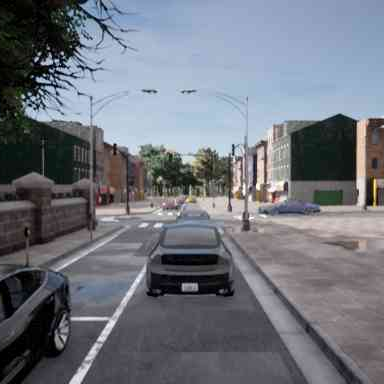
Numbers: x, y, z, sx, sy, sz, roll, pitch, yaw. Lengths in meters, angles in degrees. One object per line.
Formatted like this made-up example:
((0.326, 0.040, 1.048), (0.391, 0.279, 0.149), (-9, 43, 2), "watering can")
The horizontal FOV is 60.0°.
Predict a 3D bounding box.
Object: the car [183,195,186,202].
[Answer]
((-2.663, 1.623, 63.385), (1.887, 1.381, 4.507), (-1, 0, 0), "car")

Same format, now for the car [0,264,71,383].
((-2.645, 1.565, 3.326), (1.947, 1.339, 4.313), (-1, 0, 0), "car")

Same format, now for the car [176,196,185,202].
((-2.667, 1.684, 79.690), (1.947, 1.339, 4.313), (-1, 0, 0), "car")

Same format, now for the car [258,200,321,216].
((8.710, 1.403, 29.918), (5.357, 1.411, 2.033), (-1, 1, 0), "car")

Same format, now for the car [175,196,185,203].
((-2.666, 1.649, 74.255), (1.887, 1.381, 4.507), (-1, 0, 0), "car")

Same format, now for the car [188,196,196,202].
((-0.021, 1.665, 82.234), (2.033, 1.411, 5.357), (0, 0, 0), "car")

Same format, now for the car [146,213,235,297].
((-0.025, 1.504, 8.535), (1.837, 1.490, 4.892), (0, 0, 0), "car")

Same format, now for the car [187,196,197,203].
((-0.007, 1.576, 71.799), (1.882, 1.535, 5.008), (0, 0, 0), "car")

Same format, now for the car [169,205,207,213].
((0.096, 1.551, 16.065), (2.033, 1.411, 5.357), (0, 0, 0), "car")

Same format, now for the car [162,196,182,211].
((-2.658, 1.474, 41.647), (1.967, 1.590, 4.097), (-1, 0, 0), "car")
